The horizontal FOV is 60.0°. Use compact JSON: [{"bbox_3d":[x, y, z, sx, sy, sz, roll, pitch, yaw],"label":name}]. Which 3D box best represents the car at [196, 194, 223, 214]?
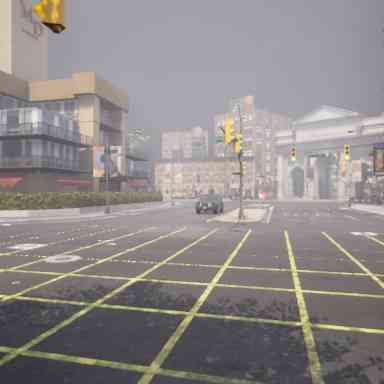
[{"bbox_3d":[1.994,1.237,35.821,2.150,2.045,5.566,0,0,15],"label":"car"}]
